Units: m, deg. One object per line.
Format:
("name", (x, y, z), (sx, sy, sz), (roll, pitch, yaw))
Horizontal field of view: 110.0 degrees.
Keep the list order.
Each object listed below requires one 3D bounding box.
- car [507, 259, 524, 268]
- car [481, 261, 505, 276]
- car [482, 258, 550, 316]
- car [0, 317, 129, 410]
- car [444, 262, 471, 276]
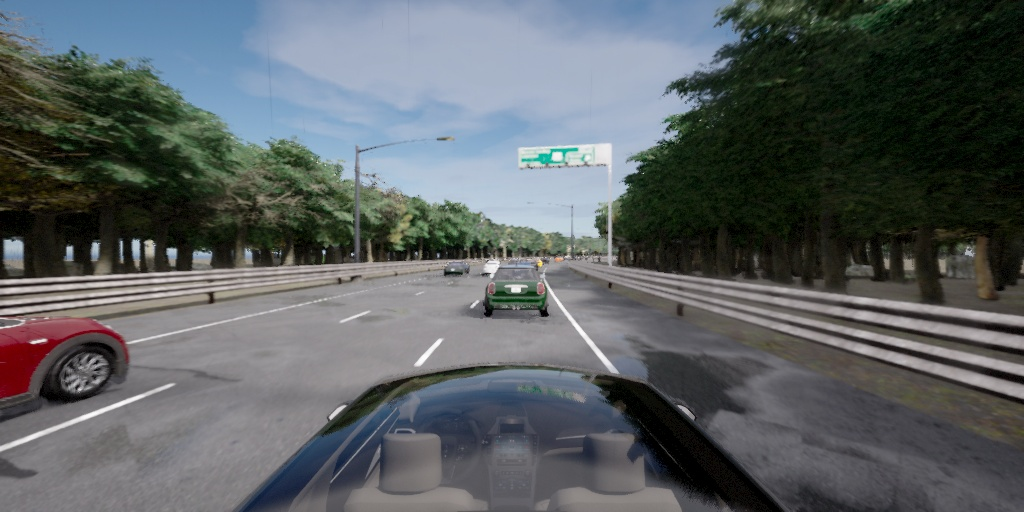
("car", (0.622, 1.197, 60.277), (2.128, 1.511, 4.902), (0, 0, 8))
("car", (-1.888, 1.250, 37.398), (1.812, 1.442, 4.674), (0, 0, 5))
("car", (0.197, 1.098, 13.517), (2.097, 1.767, 4.553), (0, 0, 2))
("car", (-6.896, 1.084, 3.531), (2.097, 1.767, 4.553), (0, 0, 0))
("car", (-5.487, 1.271, 36.296), (1.994, 1.385, 4.181), (0, 1, 5))
